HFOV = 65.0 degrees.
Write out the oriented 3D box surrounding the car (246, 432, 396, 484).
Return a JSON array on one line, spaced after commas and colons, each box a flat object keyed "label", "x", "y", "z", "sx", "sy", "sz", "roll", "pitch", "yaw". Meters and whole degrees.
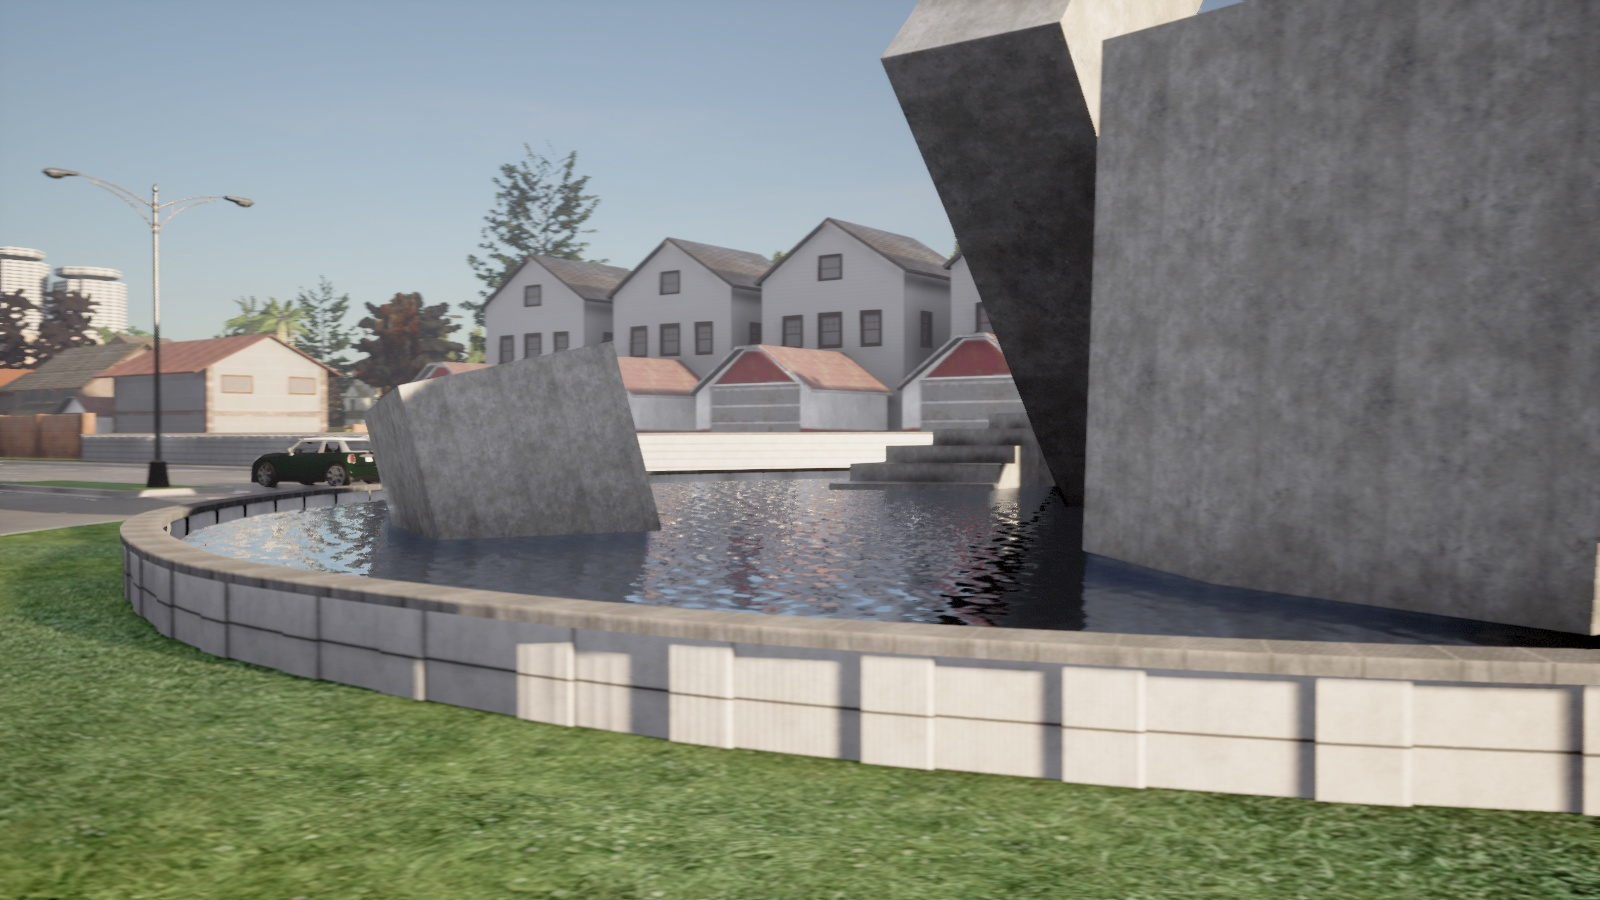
[{"label": "car", "x": -14.211, "y": 0.214, "z": 37.269, "sx": 3.806, "sy": 1.475, "sz": 1.970, "roll": 1, "pitch": 1, "yaw": 21}]
